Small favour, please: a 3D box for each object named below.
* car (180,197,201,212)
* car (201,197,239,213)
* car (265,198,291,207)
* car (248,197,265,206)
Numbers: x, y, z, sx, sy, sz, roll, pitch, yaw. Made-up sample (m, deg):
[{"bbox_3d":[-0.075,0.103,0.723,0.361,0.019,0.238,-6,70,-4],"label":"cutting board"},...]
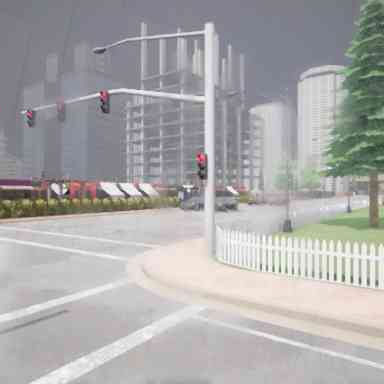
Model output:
[{"bbox_3d":[0.510,1.336,39.041,2.097,1.767,4.553,0,0,34],"label":"car"},{"bbox_3d":[3.374,1.339,37.026,2.097,1.767,4.553,0,0,34],"label":"car"},{"bbox_3d":[13.960,1.577,52.517,2.033,1.411,5.357,0,0,34],"label":"car"},{"bbox_3d":[11.060,1.574,54.477,2.033,1.411,5.357,0,0,34],"label":"car"}]
